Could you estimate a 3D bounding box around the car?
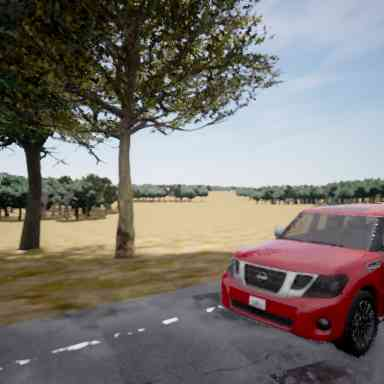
[{"bbox_3d":[3.115,1.274,6.537,5.566,2.045,2.150,1,0,-38],"label":"car"}]
